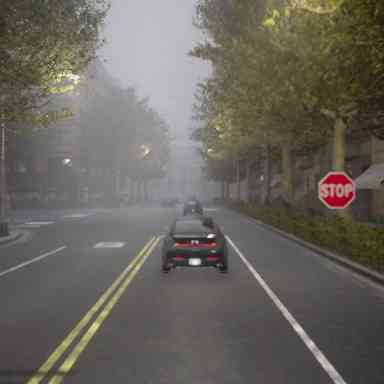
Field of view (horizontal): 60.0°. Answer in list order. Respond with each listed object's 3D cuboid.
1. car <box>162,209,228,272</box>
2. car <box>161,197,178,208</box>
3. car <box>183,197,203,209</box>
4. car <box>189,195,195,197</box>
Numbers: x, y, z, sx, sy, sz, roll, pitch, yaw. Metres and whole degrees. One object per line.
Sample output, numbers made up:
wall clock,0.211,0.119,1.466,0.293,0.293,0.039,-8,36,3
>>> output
car,0.084,1.519,10.806,1.837,1.490,4.892,0,0,0
car,-3.562,1.543,49.460,1.882,1.535,5.008,0,0,0
car,0.101,1.570,33.648,1.812,1.442,4.674,0,0,0
car,0.008,1.467,74.153,1.812,1.442,4.674,0,0,5
